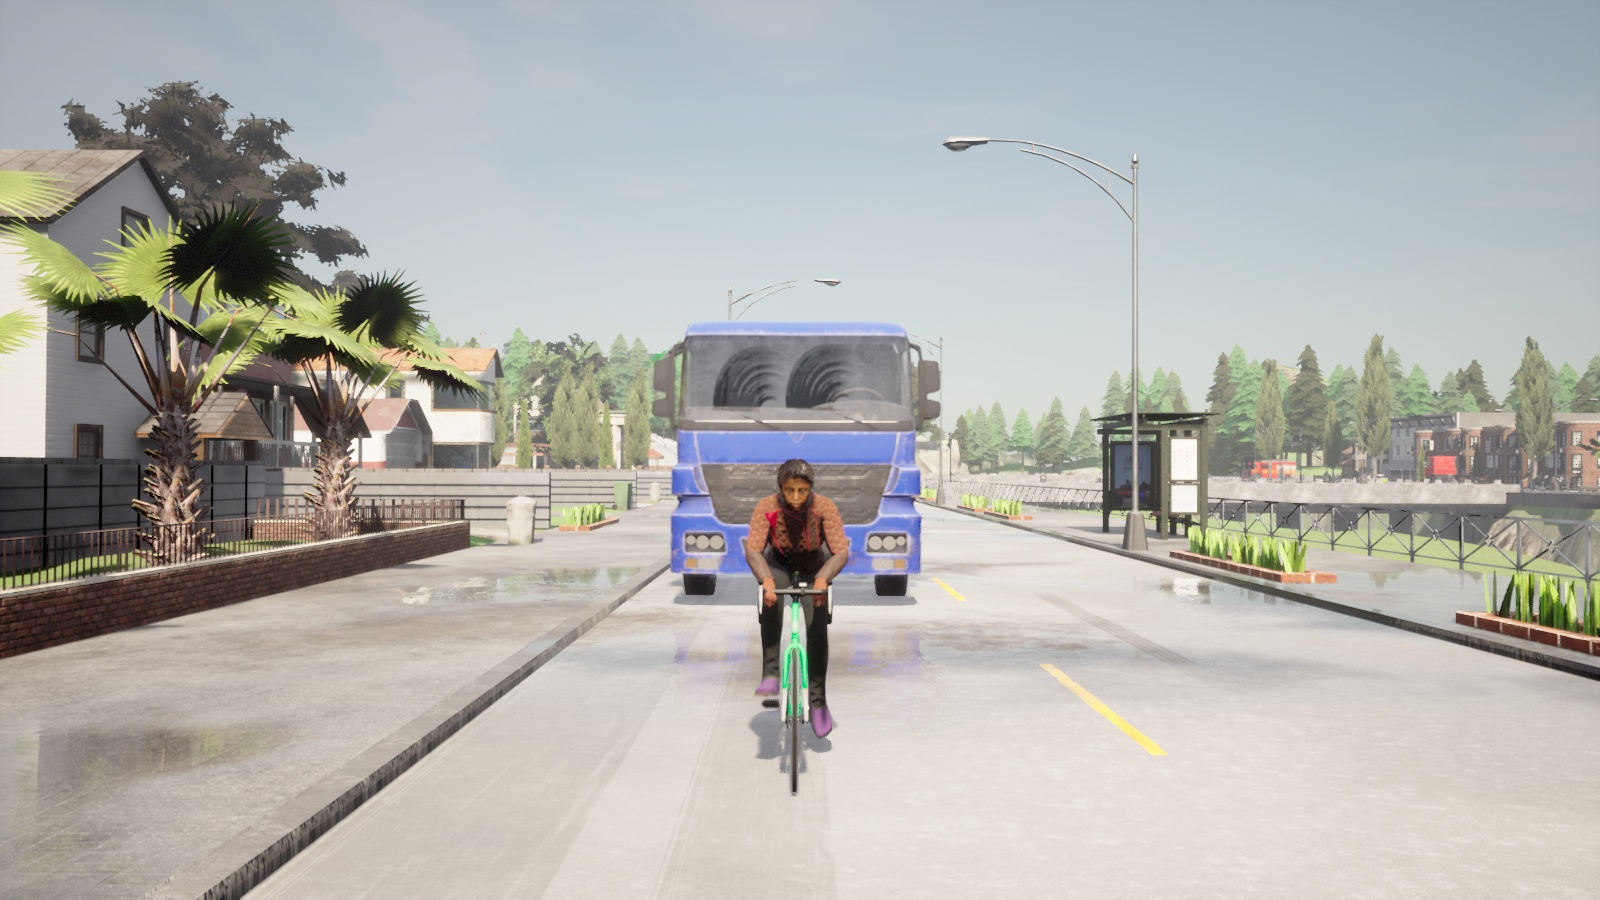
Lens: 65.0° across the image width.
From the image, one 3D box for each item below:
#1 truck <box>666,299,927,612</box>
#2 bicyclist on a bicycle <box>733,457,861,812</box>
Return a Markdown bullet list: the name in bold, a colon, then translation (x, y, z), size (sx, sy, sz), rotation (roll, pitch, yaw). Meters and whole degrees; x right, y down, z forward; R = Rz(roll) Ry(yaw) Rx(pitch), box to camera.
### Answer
- **truck**: translation (-0.050, 0.124, 17.932), size (2.891, 3.462, 7.936), rotation (0, -1, 0)
- **bicyclist on a bicycle**: translation (-0.018, 0.873, 6.598), size (0.582, 1.620, 1.656), rotation (0, -2, 0)
